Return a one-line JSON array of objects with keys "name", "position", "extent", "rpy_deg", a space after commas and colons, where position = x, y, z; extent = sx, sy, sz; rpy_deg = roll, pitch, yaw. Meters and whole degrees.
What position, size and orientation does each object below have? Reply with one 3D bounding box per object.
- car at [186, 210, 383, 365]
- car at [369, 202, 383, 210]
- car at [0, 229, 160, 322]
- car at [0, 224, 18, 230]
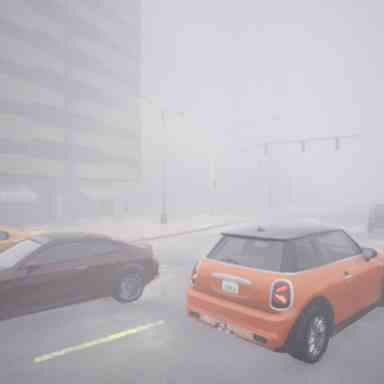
[{"name": "car", "position": [2.090, 1.363, 6.174], "extent": [4.553, 1.767, 2.097], "rpy_deg": [0, 0, -43]}, {"name": "car", "position": [11.544, 1.358, 19.420], "extent": [2.097, 1.767, 4.553], "rpy_deg": [0, 0, 31]}, {"name": "car", "position": [-2.809, 1.560, 6.595], "extent": [4.674, 1.442, 1.812], "rpy_deg": [0, 0, -41]}, {"name": "car", "position": [-6.120, 1.532, 8.372], "extent": [5.008, 1.535, 1.882], "rpy_deg": [0, 0, -39]}]
